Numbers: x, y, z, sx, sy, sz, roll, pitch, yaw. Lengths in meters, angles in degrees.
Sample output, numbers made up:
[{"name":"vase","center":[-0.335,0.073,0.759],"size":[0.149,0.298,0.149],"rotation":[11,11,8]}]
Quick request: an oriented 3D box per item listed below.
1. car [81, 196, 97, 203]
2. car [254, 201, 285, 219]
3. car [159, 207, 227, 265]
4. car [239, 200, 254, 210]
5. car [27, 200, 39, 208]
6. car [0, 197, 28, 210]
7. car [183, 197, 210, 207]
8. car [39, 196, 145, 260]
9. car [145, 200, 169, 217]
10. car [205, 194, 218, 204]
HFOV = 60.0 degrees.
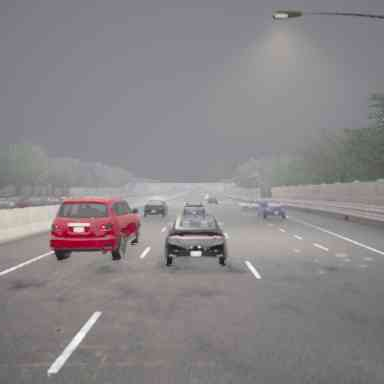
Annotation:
[{"name":"car","center":[-23.867,1.642,77.212],"size":[2.128,1.511,4.902],"rotation":[0,0,1]},{"name":"car","center":[6.980,1.543,29.527],"size":[1.812,1.442,4.674],"rotation":[0,0,2]},{"name":"car","center":[0.120,1.491,11.629],"size":[2.128,1.511,4.902],"rotation":[0,0,0]},{"name":"car","center":[7.261,1.647,43.400],"size":[1.895,1.301,4.718],"rotation":[0,0,1]},{"name":"car","center":[-17.406,1.637,39.982],"size":[1.895,1.301,4.718],"rotation":[0,0,1]},{"name":"car","center":[-20.909,1.385,39.235],"size":[2.097,1.767,4.553],"rotation":[0,0,1]},{"name":"car","center":[0.203,1.508,29.555],"size":[2.128,1.511,4.902],"rotation":[0,0,0]},{"name":"car","center":[-3.378,1.221,12.633],"size":[2.150,2.045,5.566],"rotation":[0,0,0]},{"name":"car","center":[-3.287,1.497,31.123],"size":[1.882,1.535,5.008],"rotation":[0,0,0]},{"name":"car","center":[3.957,1.604,65.028],"size":[1.837,1.490,4.892],"rotation":[0,0,1]}]
